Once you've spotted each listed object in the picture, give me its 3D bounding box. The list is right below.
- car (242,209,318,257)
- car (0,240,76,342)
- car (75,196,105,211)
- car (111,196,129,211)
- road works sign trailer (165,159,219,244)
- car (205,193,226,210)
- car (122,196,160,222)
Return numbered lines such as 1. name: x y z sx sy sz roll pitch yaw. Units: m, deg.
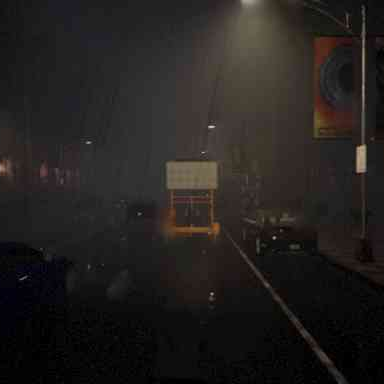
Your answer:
1. car: 3.086 1.365 12.397 2.231 1.521 4.892 0 1 0
2. car: -3.407 1.476 5.285 1.812 1.442 4.674 0 1 0
3. car: -10.598 1.155 34.838 1.882 1.535 5.008 0 1 0
4. car: -7.098 1.183 34.720 1.837 1.490 4.892 0 1 0
5. road works sign trailer: -0.001 0.324 15.040 2.380 3.560 2.880 0 1 0
6. car: 3.093 0.967 41.769 2.185 1.767 4.553 0 1 0
7. car: -3.402 1.254 24.030 1.882 1.535 5.008 0 1 0
